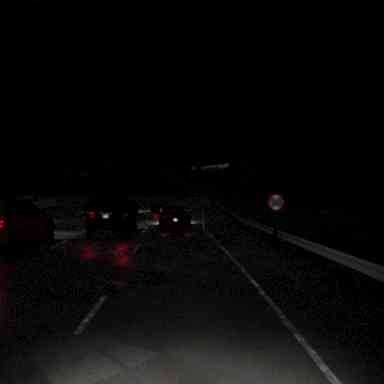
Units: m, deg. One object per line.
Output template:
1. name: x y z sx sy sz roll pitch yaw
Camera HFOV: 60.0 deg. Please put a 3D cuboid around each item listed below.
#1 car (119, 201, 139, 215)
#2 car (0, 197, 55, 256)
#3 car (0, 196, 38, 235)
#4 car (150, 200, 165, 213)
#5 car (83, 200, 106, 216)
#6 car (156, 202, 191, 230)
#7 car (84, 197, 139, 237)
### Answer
1. car: -6.871 1.676 36.462 1.994 1.385 4.181 0 0 -10
2. car: -7.476 1.272 13.474 2.150 2.045 5.566 0 0 -4
3. car: -11.620 1.298 20.564 2.150 2.045 5.566 0 0 -6
4. car: -3.901 1.642 39.612 1.812 1.442 4.674 0 0 -11
5. car: -10.132 1.618 34.890 1.837 1.490 4.892 0 0 -10
6. car: -1.162 1.627 21.808 1.994 1.385 4.181 0 0 -5
7. car: -4.392 1.281 18.697 2.150 2.045 5.566 0 0 -5
